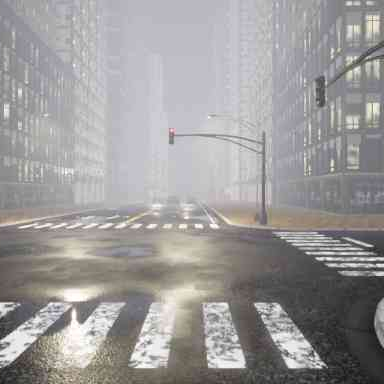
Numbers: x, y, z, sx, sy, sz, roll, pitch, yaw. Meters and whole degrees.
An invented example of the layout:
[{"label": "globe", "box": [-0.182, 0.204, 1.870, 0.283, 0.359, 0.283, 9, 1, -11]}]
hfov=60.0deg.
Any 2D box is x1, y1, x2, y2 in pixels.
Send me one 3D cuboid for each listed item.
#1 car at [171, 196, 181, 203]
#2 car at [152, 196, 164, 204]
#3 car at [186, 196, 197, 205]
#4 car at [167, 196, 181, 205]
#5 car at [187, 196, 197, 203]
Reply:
[{"label": "car", "box": [-3.304, 1.566, 70.121, 1.895, 1.301, 4.718, 0, 0, 0]}, {"label": "car", "box": [-6.550, 1.608, 64.255, 2.128, 1.511, 4.902, 0, 0, 0]}, {"label": "car", "box": [-0.046, 1.703, 60.537, 1.895, 1.301, 4.718, 0, 0, 0]}, {"label": "car", "box": [-3.296, 1.453, 60.060, 2.097, 1.767, 4.553, 0, 0, 0]}, {"label": "car", "box": [-0.054, 1.541, 70.510, 1.994, 1.385, 4.181, 0, 0, 0]}]
